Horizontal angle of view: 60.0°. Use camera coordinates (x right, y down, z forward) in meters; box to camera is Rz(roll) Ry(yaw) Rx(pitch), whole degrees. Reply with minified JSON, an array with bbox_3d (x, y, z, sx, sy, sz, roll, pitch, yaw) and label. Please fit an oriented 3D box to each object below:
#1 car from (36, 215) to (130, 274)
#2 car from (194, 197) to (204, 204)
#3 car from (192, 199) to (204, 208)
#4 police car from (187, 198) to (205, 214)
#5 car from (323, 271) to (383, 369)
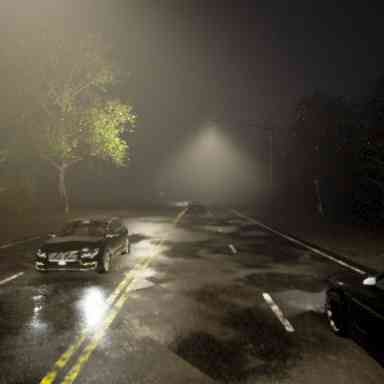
[{"bbox_3d":[-3.297,1.581,10.920,1.837,1.490,4.892,0,0,1],"label":"car"},{"bbox_3d":[1.608,1.928,73.466,2.033,1.411,5.357,0,0,3],"label":"car"},{"bbox_3d":[1.006,1.922,54.664,1.895,1.301,4.718,0,0,2],"label":"car"},{"bbox_3d":[0.469,1.658,39.825,1.930,1.638,5.238,-1,0,1],"label":"police car"},{"bbox_3d":[3.252,1.576,4.087,1.994,1.385,4.181,0,-1,0],"label":"car"}]
